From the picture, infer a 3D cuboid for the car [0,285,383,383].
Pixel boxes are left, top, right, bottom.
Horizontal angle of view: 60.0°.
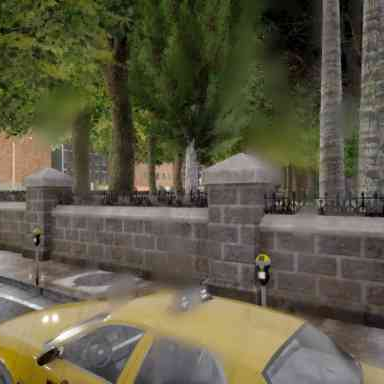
[{"bbox_3d":[-0.221,1.526,2.976,4.829,1.417,1.752,0,-1,35],"label":"car"}]
